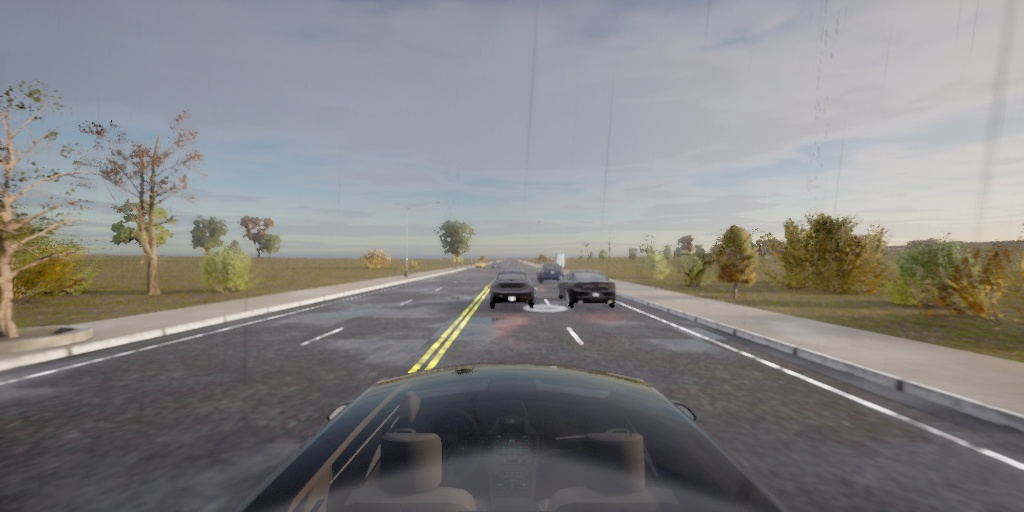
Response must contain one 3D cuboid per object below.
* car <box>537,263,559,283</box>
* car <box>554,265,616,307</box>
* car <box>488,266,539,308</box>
[{"bbox_3d":[3.261,1.365,30.916,2.097,1.767,4.553,0,-1,0],"label":"car"},{"bbox_3d":[3.260,1.362,16.323,1.882,1.535,5.008,0,0,0],"label":"car"},{"bbox_3d":[0.008,1.390,16.132,1.837,1.490,4.892,0,0,0],"label":"car"}]
